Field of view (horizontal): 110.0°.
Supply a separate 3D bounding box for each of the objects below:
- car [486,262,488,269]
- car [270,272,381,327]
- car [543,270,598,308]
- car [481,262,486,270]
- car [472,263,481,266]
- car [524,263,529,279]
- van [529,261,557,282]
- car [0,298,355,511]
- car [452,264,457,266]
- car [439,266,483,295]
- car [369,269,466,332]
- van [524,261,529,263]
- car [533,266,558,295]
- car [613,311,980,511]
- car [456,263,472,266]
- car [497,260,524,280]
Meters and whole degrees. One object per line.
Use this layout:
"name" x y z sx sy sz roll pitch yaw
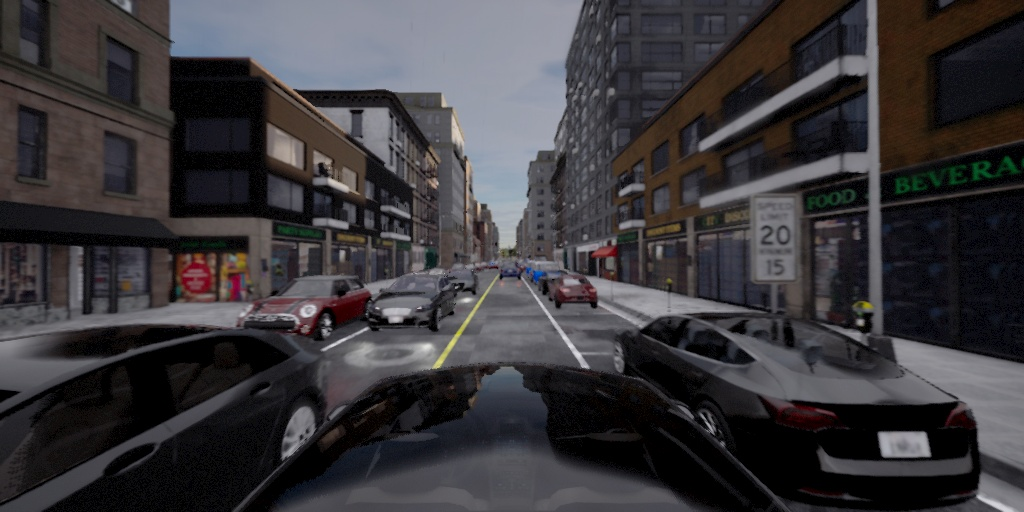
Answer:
"car" -5.908 1.969 65.043 1.802 1.307 4.207 0 0 0
"car" -5.433 1.285 9.940 1.967 1.591 4.097 0 0 0
"car" 2.544 1.445 15.520 1.802 1.307 4.207 0 0 0
"car" -5.860 1.876 59.532 1.888 1.381 4.507 0 0 0
"car" -5.765 1.770 48.511 2.007 1.370 4.403 0 0 0
"car" 2.402 1.571 32.050 2.007 1.370 4.403 0 0 0
"van" 2.449 1.308 26.540 1.690 1.789 3.998 0 0 0
"car" -2.829 1.268 1.889 1.837 1.490 4.892 0 -1 0
"car" -5.575 1.549 26.471 2.007 1.370 4.403 0 0 0
"car" -2.994 1.504 21.397 1.994 1.385 4.181 0 -1 -1
"car" -2.911 1.339 11.377 2.128 1.511 4.902 0 0 -1
"van" 2.354 1.417 37.560 1.690 1.789 3.998 0 0 0
"car" 2.497 1.481 21.030 1.948 1.339 4.313 0 0 0
"car" 2.639 1.330 4.499 1.948 1.339 4.313 0 0 0
"car" -5.670 1.547 37.491 1.967 1.591 4.097 0 0 0
"car" -0.172 1.422 35.913 2.097 1.767 4.553 0 -1 -1
